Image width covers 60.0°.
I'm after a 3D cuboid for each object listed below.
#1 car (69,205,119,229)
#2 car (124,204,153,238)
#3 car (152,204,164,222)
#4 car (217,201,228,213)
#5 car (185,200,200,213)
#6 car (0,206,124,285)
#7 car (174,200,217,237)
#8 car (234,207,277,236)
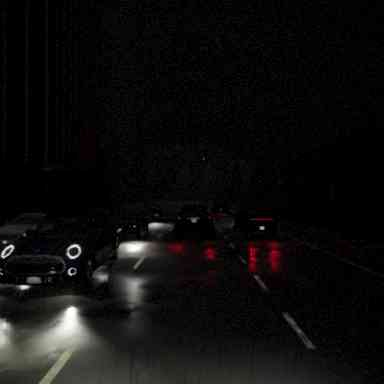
[{"bbox_3d":[-7.031,1.749,24.533,2.033,1.411,5.357,0,-1,1],"label":"car"},{"bbox_3d":[-3.571,1.659,18.885,1.837,1.490,4.892,0,-1,0],"label":"car"},{"bbox_3d":[-3.494,1.793,29.293,2.033,1.411,5.357,0,-1,0],"label":"car"},{"bbox_3d":[3.564,1.876,43.019,1.837,1.490,4.892,0,0,0],"label":"car"},{"bbox_3d":[0.070,1.853,43.894,1.882,1.535,5.008,0,0,0],"label":"car"},{"bbox_3d":[-3.593,1.426,9.785,2.097,1.767,4.553,0,-1,0],"label":"car"},{"bbox_3d":[0.104,1.510,19.103,2.097,1.767,4.553,0,-1,0],"label":"car"},{"bbox_3d":[3.604,1.655,19.513,2.128,1.511,4.902,0,-1,0],"label":"car"}]
